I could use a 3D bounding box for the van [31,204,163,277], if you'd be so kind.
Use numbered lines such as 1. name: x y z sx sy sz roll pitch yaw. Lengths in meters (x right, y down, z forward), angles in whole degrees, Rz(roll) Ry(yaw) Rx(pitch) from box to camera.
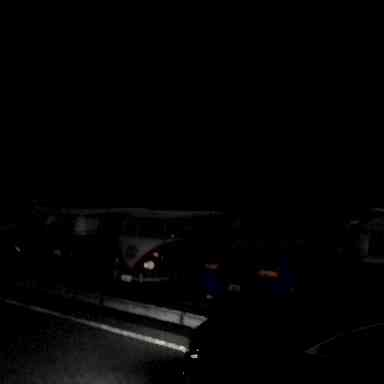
1. van: -2.798 1.537 11.425 1.878 1.987 4.442 0 -2 29

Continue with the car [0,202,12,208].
1. car: -16.428 2.034 33.927 2.163 1.488 4.792 1 -2 29

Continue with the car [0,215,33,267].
1. car: -5.288 1.781 12.717 2.163 1.488 4.792 0 -2 29

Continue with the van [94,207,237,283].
1. van: -0.471 1.539 9.847 1.878 1.987 4.442 0 -2 29

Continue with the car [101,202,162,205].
1. car: -4.328 1.875 27.123 2.435 2.045 5.566 0 -2 29

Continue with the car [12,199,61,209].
1. car: -13.975 1.780 32.621 2.435 2.045 5.566 1 -2 29

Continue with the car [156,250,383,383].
1. car: 2.223 1.636 3.009 4.892 1.490 1.837 0 -2 29

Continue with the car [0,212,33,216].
1. car: -7.750 1.776 14.066 2.002 1.452 4.674 0 -2 29

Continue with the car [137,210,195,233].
1. car: -1.888 2.175 25.805 2.163 1.488 4.792 0 -2 29

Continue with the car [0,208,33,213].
1. car: -10.188 1.718 15.450 2.231 1.521 4.892 0 -2 29

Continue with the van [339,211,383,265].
1. van: 4.533 1.554 7.299 1.878 1.987 4.442 0 -2 29

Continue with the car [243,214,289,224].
1. car: 5.356 2.179 21.689 2.097 1.535 5.008 0 -2 29

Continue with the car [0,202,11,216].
1. car: -23.759 1.920 37.877 1.946 1.575 5.366 1 -2 29

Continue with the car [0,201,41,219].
1. car: -18.815 1.855 35.345 2.185 1.767 4.553 1 -2 29

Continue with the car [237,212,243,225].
1. car: 3.029 2.174 23.216 1.946 1.575 5.366 0 -2 29

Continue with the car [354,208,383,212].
1. car: 10.188 1.937 18.952 2.435 2.045 5.566 0 -2 29

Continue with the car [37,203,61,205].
1. car: -11.485 2.059 31.391 1.946 1.575 5.366 1 -2 29

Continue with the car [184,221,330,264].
1. car: 2.026 1.773 8.561 2.097 1.535 5.008 0 -2 29

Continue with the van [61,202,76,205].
1. van: -9.096 1.859 29.974 1.878 1.987 4.442 1 -2 29

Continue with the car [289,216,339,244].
1. car: 7.777 2.186 20.325 2.231 1.521 4.892 0 -2 29

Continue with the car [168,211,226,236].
1. car: 0.508 2.191 24.389 2.163 1.488 4.792 0 -2 29

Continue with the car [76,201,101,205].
1. car: -6.720 1.856 28.535 2.435 2.045 5.566 1 -2 29
